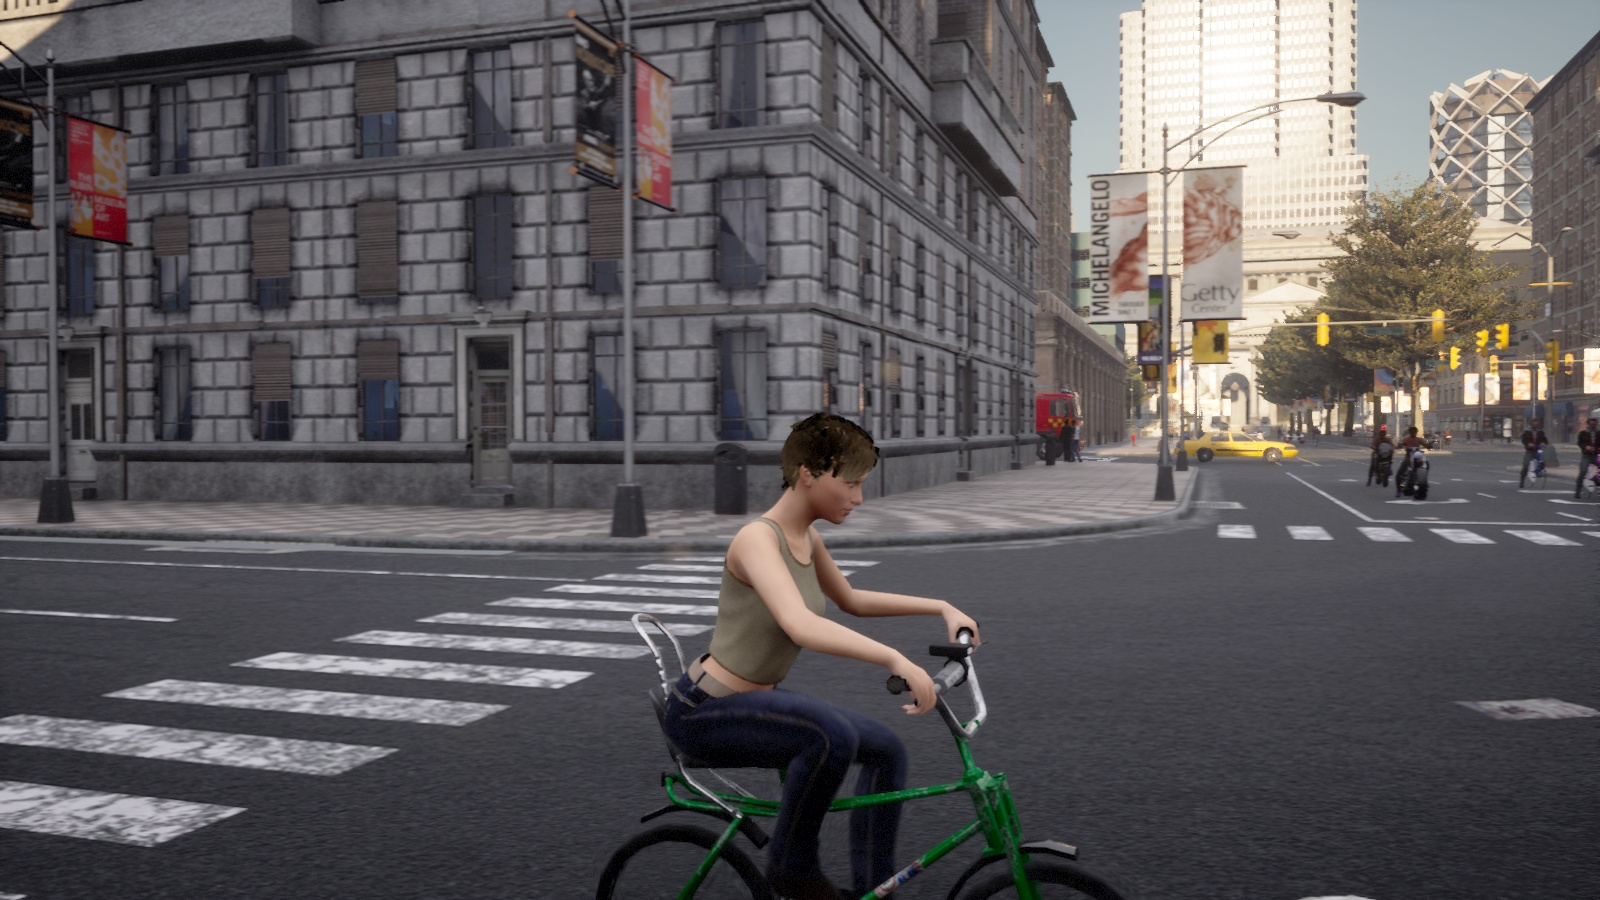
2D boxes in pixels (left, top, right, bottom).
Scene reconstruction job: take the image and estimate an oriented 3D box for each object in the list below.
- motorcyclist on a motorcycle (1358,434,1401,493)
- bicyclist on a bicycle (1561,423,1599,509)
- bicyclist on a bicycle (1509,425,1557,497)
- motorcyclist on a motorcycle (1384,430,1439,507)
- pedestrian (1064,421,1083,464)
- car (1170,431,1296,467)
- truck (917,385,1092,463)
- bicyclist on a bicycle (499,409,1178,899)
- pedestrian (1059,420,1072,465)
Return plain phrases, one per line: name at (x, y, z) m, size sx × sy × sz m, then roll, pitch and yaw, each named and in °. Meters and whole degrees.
motorcyclist on a motorcycle at (15.389, 0.332, 33.398) m, size 0.797 × 1.523 × 2.044 m, roll 1°, pitch 1°, yaw 18°
bicyclist on a bicycle at (16.956, 0.330, 26.931) m, size 0.659 × 1.776 × 1.843 m, roll 1°, pitch 1°, yaw 18°
bicyclist on a bicycle at (18.544, 0.258, 31.784) m, size 0.659 × 1.776 × 1.843 m, roll 1°, pitch 1°, yaw 18°
motorcyclist on a motorcycle at (13.646, 0.379, 28.069) m, size 0.766 × 1.649 × 2.350 m, roll 1°, pitch 1°, yaw 18°
pedestrian at (11.545, -0.322, 53.020) m, size 0.354 × 1.836 × 0.706 m, roll 0°, pitch 1°, yaw -38°
car at (19.848, -0.085, 57.774) m, size 5.366 × 1.575 × 1.801 m, roll 1°, pitch 1°, yaw 18°
truck at (10.493, -1.331, 64.434) m, size 8.468 × 3.827 × 2.891 m, roll 1°, pitch 1°, yaw 18°
bicyclist on a bicycle at (0.138, 0.713, 3.151) m, size 1.509 × 1.612 × 0.866 m, roll 1°, pitch 1°, yaw 19°
pedestrian at (11.372, -0.335, 53.756) m, size 0.395 × 1.930 × 0.692 m, roll 1°, pitch 1°, yaw 23°
